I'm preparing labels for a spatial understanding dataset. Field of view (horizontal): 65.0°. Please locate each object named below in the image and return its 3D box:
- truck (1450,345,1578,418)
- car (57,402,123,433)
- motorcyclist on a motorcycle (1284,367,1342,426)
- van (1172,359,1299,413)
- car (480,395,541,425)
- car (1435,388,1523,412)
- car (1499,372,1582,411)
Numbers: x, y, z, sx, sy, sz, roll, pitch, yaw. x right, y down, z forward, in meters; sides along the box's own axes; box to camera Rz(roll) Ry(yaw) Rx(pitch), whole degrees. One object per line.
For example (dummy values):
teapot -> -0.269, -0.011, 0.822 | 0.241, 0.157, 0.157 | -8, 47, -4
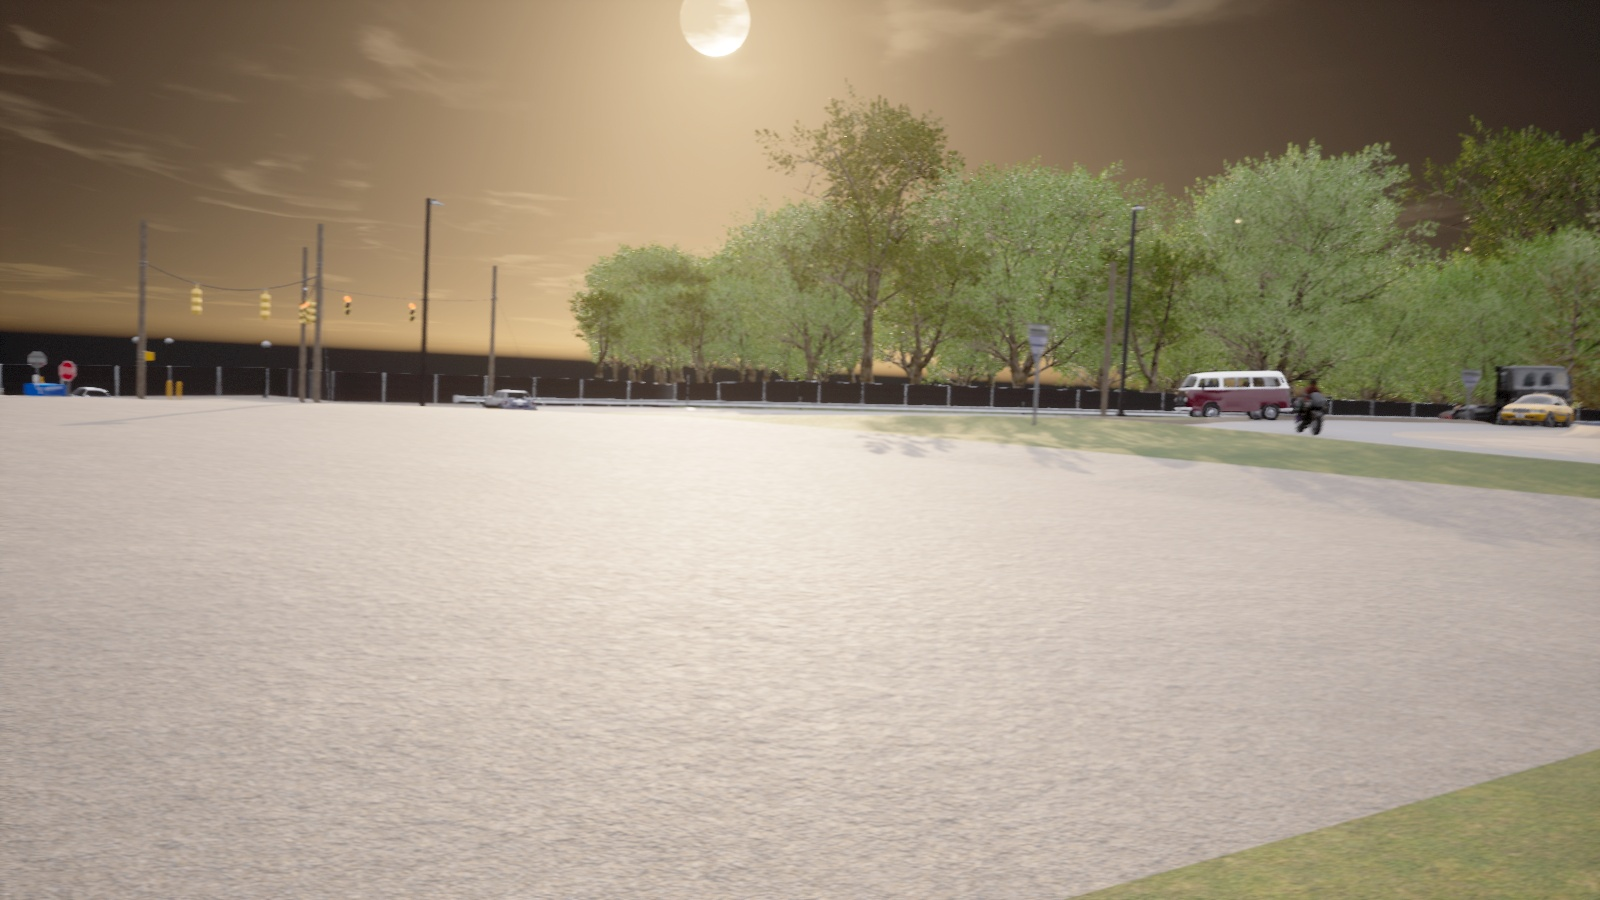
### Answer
truck -> 37.750, -3.519, 66.727 | 2.891, 3.462, 7.936 | -1, 0, 5
car -> -33.086, -1.519, 58.538 | 1.481, 1.376, 2.207 | 3, 3, 30
motorcyclist on a motorcycle -> 13.924, -1.485, 34.149 | 0.797, 1.523, 2.044 | 3, 4, 5
van -> 17.979, -2.644, 51.996 | 4.480, 2.038, 2.069 | -2, 2, -2
car -> -14.760, -2.035, 63.978 | 1.970, 1.475, 3.806 | -1, 3, -31
car -> 43.648, -3.226, 80.785 | 4.514, 1.525, 2.007 | 0, 4, -2
car -> 32.095, -2.509, 54.384 | 1.801, 1.575, 5.366 | 3, 3, 44
